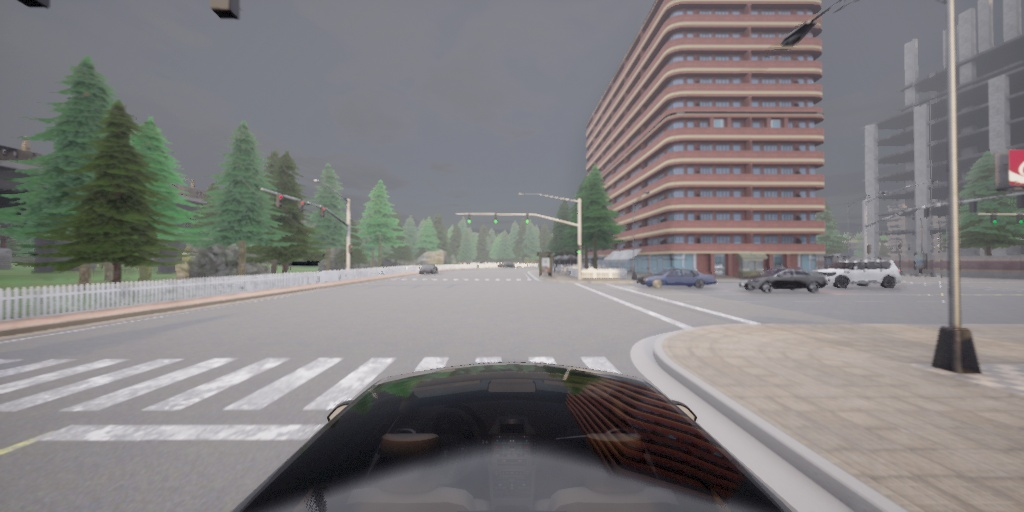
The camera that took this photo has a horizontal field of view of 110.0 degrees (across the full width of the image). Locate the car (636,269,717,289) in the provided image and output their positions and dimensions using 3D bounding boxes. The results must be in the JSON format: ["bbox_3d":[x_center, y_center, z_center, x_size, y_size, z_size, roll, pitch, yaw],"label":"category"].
[{"bbox_3d":[12.078,1.642,26.472,5.357,1.411,2.033,0,-1,2],"label":"car"}]

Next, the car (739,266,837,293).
[{"bbox_3d":[17.189,1.546,22.915,4.902,1.511,2.128,0,-1,0],"label":"car"}]

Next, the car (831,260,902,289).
[{"bbox_3d":[25.068,1.314,26.343,5.566,2.045,2.150,0,-1,1],"label":"car"}]

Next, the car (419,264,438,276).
[{"bbox_3d":[-11.085,1.806,47.697,1.882,1.535,5.008,0,0,-2],"label":"car"}]
